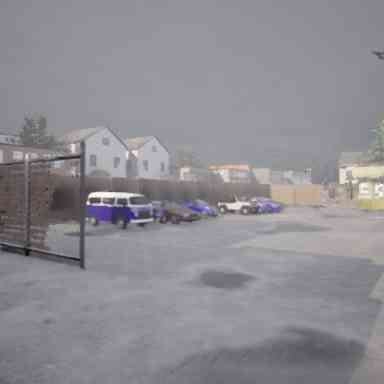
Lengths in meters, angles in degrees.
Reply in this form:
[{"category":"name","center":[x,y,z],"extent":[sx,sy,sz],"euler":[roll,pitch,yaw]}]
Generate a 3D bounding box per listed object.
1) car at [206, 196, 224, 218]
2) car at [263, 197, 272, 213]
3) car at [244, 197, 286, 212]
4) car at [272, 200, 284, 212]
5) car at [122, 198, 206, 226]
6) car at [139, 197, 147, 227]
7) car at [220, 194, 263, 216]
[{"category":"car","center":[0.383,1.316,26.988],"extent":[3.633,1.501,1.845],"euler":[0,0,36]},{"category":"car","center":[6.071,1.366,31.871],"extent":[2.207,1.379,1.481],"euler":[0,0,36]},{"category":"car","center":[8.055,1.321,36.968],"extent":[4.193,1.474,1.816],"euler":[0,0,36]},{"category":"car","center":[6.812,1.258,33.958],"extent":[4.611,1.667,2.242],"euler":[0,0,36]},{"category":"car","center":[-2.001,1.380,22.941],"extent":[5.357,1.415,2.033],"euler":[0,0,36]},{"category":"car","center":[-1.739,1.309,23.033],"extent":[1.789,1.547,3.705],"euler":[0,0,36]},{"category":"car","center":[4.113,1.151,30.613],"extent":[3.866,1.878,1.905],"euler":[0,0,36]}]
